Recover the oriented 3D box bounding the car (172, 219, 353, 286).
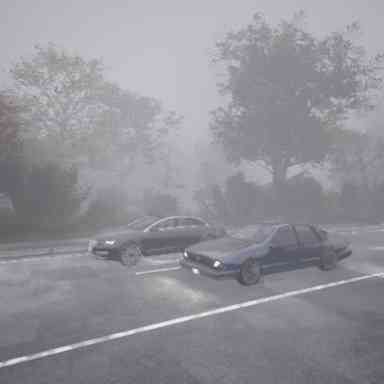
[{"bbox_3d":[2.351,1.563,9.555,5.357,1.411,2.033,0,0,-32],"label":"car"}]

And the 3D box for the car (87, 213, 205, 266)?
[{"bbox_3d":[-1.035,1.494,11.484,4.902,1.511,2.128,1,0,-32],"label":"car"}]
